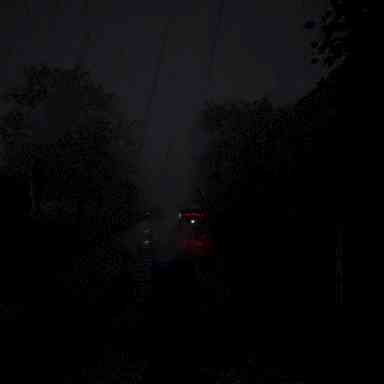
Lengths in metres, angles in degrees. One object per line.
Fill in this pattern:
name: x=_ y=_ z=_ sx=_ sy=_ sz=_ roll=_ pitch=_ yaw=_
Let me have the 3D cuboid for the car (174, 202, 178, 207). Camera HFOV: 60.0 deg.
car: x=-3.148 y=2.790 z=70.981 sx=2.033 sy=1.411 sz=5.357 roll=0 pitch=-2 yaw=-1

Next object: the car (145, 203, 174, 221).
car: x=-2.928 y=1.700 z=29.365 sx=1.882 sy=1.535 sz=5.008 roll=0 pitch=-1 yaw=0

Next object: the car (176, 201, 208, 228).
car: x=0.047 y=1.649 z=23.605 sx=1.837 sy=1.490 sz=4.892 roll=0 pitch=-1 yaw=0
